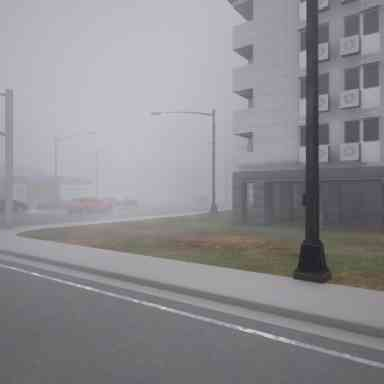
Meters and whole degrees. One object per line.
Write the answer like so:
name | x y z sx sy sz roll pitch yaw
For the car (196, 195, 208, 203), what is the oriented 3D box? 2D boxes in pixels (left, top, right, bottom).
car | 2.049 1.350 69.977 2.097 1.767 4.553 0 0 -8

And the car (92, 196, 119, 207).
car | -13.337 1.475 51.662 1.882 1.535 5.008 0 0 16

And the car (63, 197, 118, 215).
car | -10.270 1.350 34.015 2.097 1.767 4.553 0 0 35

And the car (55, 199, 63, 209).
car | -14.045 1.489 41.572 2.128 1.511 4.902 0 0 30

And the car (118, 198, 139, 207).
car | -9.911 1.599 50.860 1.895 1.301 4.718 0 0 16

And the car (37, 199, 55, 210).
car | -17.560 1.562 42.491 1.994 1.385 4.181 0 0 31

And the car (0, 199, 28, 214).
car | -19.348 1.476 33.714 1.882 1.535 5.008 0 0 36
